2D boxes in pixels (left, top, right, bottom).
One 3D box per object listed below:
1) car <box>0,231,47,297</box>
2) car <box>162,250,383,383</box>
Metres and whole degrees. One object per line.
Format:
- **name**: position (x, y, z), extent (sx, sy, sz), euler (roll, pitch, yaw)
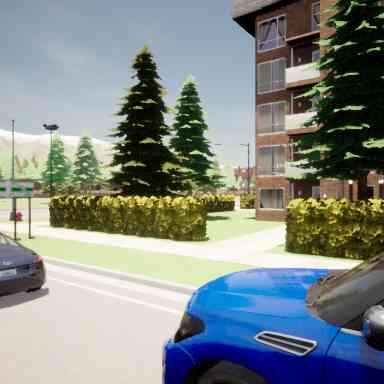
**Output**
- **car**: position (-5.253, 1.564, 7.712), extent (4.181, 1.385, 1.994), euler (0, 0, 36)
- **car**: position (2.361, 1.221, 2.305), extent (5.566, 2.045, 2.150), euler (0, 0, 36)
